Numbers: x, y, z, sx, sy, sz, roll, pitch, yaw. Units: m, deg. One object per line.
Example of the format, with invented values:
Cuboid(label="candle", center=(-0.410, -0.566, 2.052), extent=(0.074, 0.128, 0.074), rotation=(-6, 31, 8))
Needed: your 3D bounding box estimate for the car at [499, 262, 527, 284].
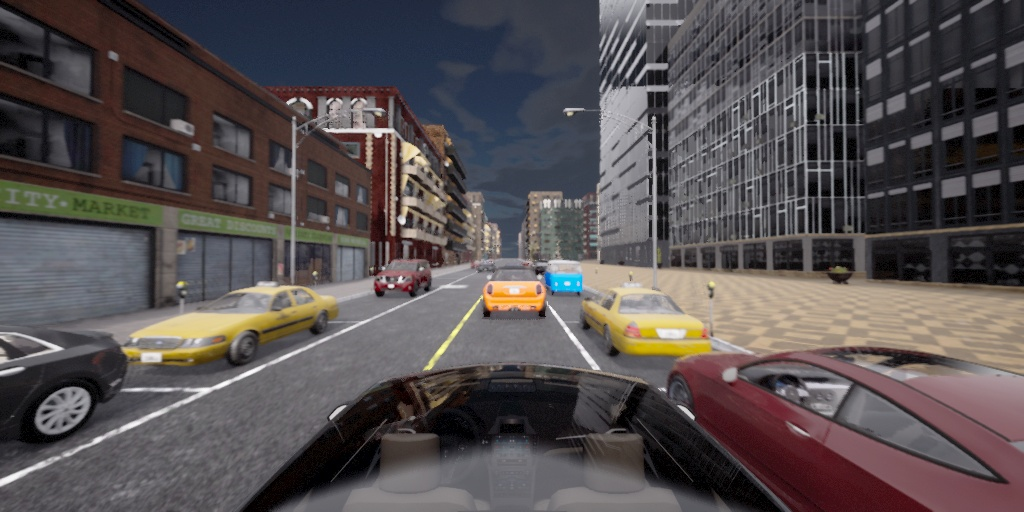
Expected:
Cuboid(label="car", center=(0.086, 1.294, 28.899), extent=(2.128, 1.511, 4.902), rotation=(0, 0, 0))

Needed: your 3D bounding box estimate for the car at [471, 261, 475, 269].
Cuboid(label="car", center=(-5.687, 1.409, 58.360), extent=(1.888, 1.381, 4.507), rotation=(0, 0, 0))

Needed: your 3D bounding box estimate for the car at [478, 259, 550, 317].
Cuboid(label="car", center=(0.085, 1.125, 13.494), extent=(2.097, 1.767, 4.553), rotation=(0, 0, 0))

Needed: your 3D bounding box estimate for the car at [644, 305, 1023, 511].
Cuboid(label="car", center=(2.692, 1.334, 2.661), extent=(1.802, 1.307, 4.207), rotation=(0, 0, 0))

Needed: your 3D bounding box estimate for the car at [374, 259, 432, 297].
Cuboid(label="car", center=(-5.689, 1.098, 19.372), extent=(2.192, 1.841, 5.009), rotation=(0, 0, 0))

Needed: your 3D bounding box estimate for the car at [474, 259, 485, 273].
Cuboid(label="car", center=(-3.087, 1.398, 43.943), extent=(1.994, 1.385, 4.181), rotation=(0, 0, 0))

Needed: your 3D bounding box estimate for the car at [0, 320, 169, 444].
Cuboid(label="car", center=(-5.689, 1.302, 2.662), extent=(2.007, 1.370, 4.403), rotation=(0, 0, 0))

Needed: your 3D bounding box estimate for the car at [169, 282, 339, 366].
Cuboid(label="car", center=(-5.689, 1.287, 8.063), extent=(1.751, 1.417, 4.829), rotation=(0, 0, 0))

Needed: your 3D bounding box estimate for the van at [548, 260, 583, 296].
Cuboid(label="van", center=(2.692, 1.124, 19.371), extent=(1.690, 1.789, 3.998), rotation=(0, 0, 0))

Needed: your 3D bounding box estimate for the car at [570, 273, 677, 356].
Cuboid(label="car", center=(2.692, 1.287, 8.400), extent=(1.751, 1.417, 4.829), rotation=(0, 0, 0))

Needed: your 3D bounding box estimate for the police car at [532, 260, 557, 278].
Cuboid(label="police car", center=(3.135, 1.241, 35.539), extent=(1.930, 1.638, 5.238), rotation=(0, 0, 0))
